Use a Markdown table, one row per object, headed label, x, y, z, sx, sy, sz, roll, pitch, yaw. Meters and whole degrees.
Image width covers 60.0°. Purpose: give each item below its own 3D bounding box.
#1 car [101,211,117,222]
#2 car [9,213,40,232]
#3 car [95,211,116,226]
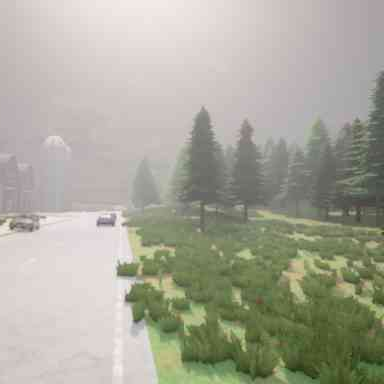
| label | x | y | z | sx | sy | sz | roll | pitch | yaw |
| --- | --- | --- | --- | --- | --- | --- | --- | --- | --- |
| car | -12.482 | 3.655 | 50.391 | 2.128 | 1.511 | 4.902 | 1 | -3 | -12 |
| car | -14.735 | 2.627 | 29.505 | 1.816 | 1.474 | 4.193 | 7 | -4 | -14 |
| car | -9.877 | 3.190 | 38.195 | 1.994 | 1.385 | 4.181 | 1 | -3 | -11 |
